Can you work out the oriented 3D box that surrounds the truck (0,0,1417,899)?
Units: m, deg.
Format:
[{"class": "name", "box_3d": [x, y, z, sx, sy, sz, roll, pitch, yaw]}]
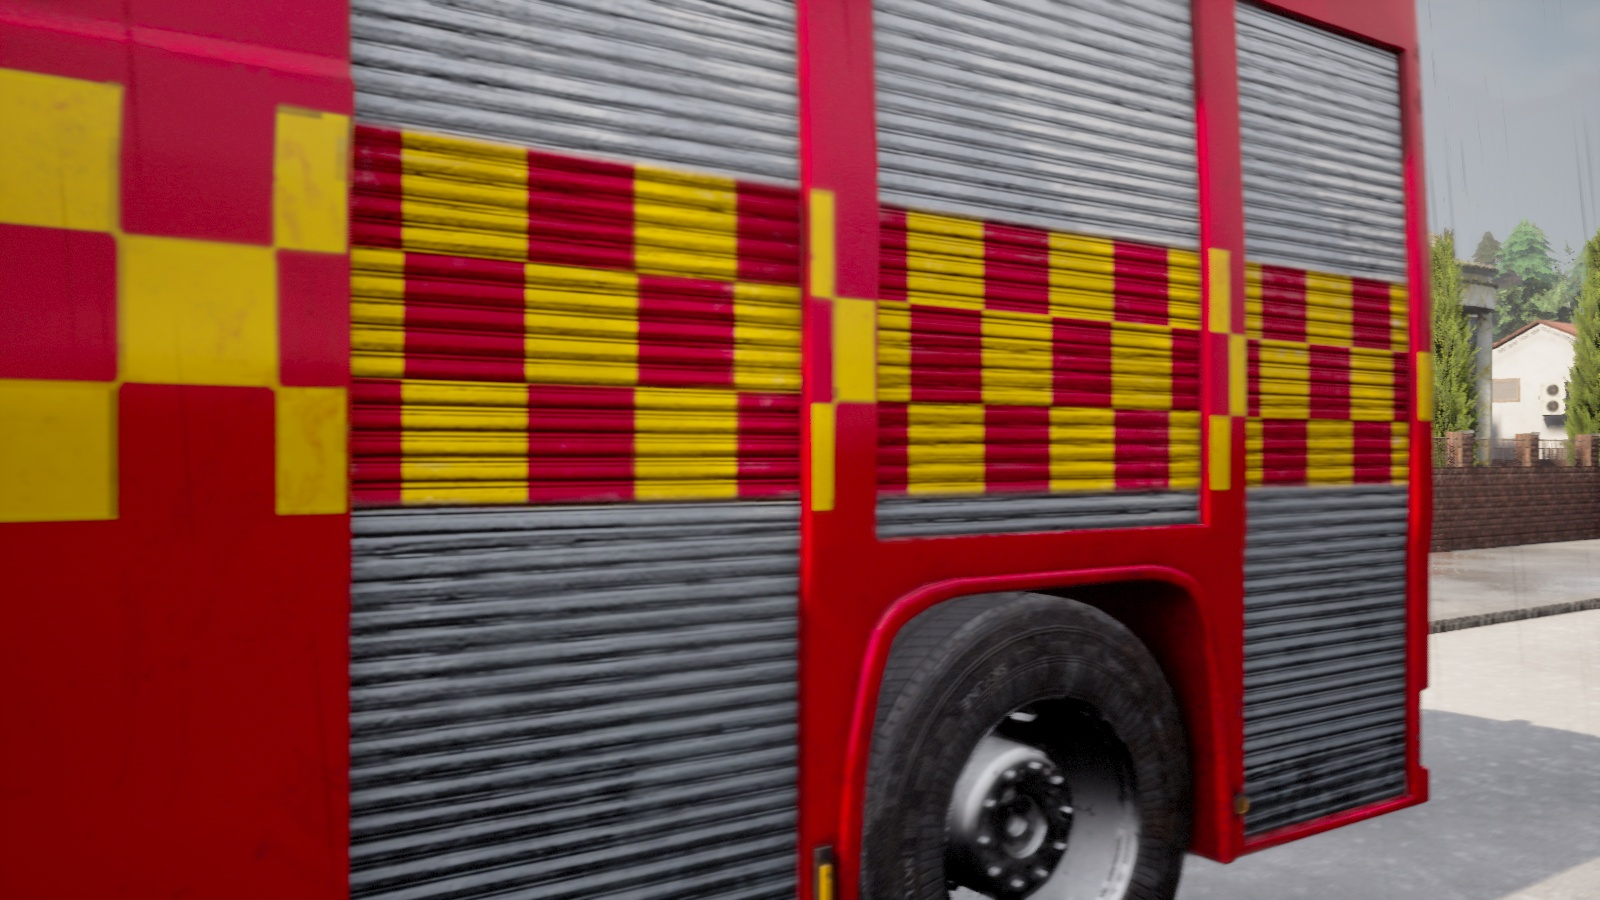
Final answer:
[{"class": "truck", "box_3d": [-2.434, -0.408, 2.579, 8.468, 3.827, 2.891, 0, 0, -35]}]
